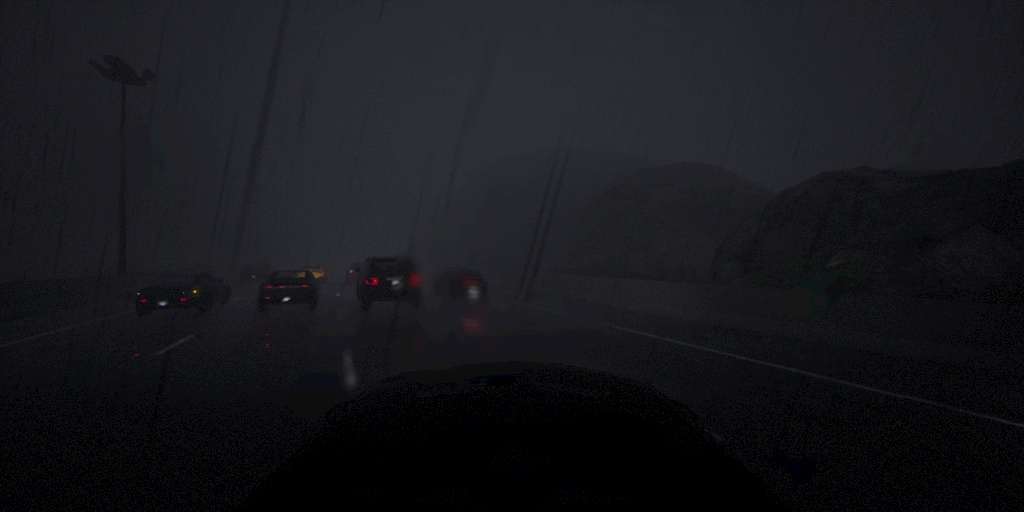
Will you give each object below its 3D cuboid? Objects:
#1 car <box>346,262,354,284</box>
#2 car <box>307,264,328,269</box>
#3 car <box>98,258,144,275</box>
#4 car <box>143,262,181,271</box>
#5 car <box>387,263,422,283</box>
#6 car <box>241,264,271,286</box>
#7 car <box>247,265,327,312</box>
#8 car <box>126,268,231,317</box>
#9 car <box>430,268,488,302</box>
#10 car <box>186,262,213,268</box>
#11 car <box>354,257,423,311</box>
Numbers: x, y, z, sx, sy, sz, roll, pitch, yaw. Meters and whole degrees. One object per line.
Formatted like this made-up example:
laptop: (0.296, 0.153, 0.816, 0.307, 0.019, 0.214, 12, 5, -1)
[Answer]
car: (-12.530, 1.264, 29.654, 2.097, 1.767, 4.553, 0, 0, -26)
car: (-16.225, 1.391, 29.236, 1.882, 1.535, 5.008, 0, 0, -26)
car: (-47.109, 1.242, 43.770, 2.150, 2.045, 5.566, 0, 0, -26)
car: (-44.025, 1.628, 45.411, 1.895, 1.301, 4.718, 0, 0, -26)
car: (-9.442, 1.410, 31.305, 2.128, 1.511, 4.902, 0, 0, -26)
car: (-19.353, 1.386, 27.664, 1.882, 1.535, 5.008, 0, 0, -26)
car: (-8.978, 1.321, 14.758, 2.128, 1.511, 4.902, 0, 0, -26)
car: (-12.391, 1.352, 13.766, 1.812, 1.442, 4.674, 0, 0, -26)
car: (-2.728, 1.346, 17.912, 1.837, 1.490, 4.892, 0, 0, -26)
car: (-40.900, 1.510, 46.969, 1.882, 1.535, 5.008, 0, 0, -26)
car: (-5.334, 1.051, 15.272, 2.150, 2.045, 5.566, 0, 0, -26)
